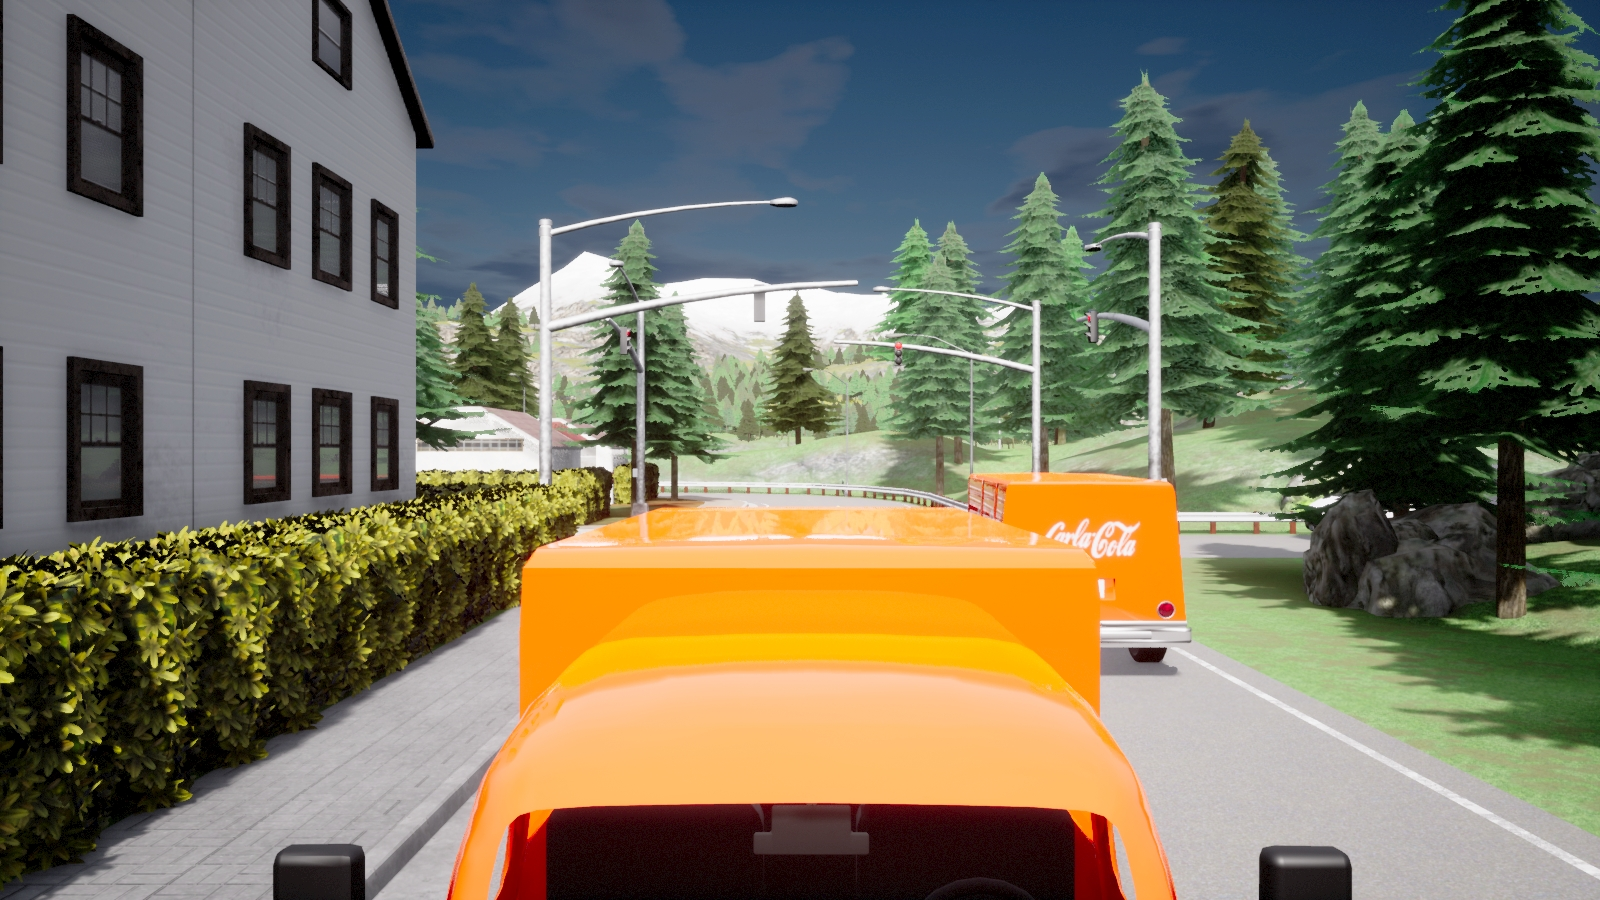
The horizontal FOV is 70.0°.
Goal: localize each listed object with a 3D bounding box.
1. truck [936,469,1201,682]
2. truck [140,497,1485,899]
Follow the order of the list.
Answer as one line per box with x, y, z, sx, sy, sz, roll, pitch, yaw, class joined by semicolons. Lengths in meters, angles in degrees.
3.537;1.549;16.337;2.627;2.467;5.204;0;0;1;truck
0.034;1.546;4.837;2.627;2.467;5.204;0;0;0;truck
